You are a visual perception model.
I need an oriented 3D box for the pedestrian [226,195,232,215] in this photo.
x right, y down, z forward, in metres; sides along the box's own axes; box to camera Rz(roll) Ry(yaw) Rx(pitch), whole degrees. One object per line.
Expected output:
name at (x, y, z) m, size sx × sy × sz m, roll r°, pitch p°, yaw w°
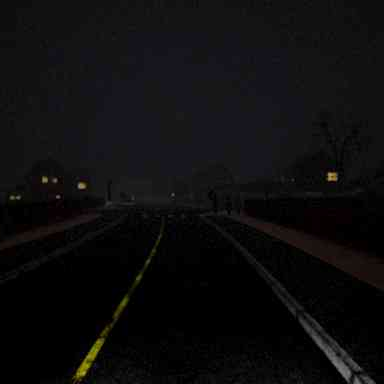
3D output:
pedestrian at (3.273, 1.124, 29.714) m, size 0.375 × 1.860 × 0.375 m, roll -1°, pitch 1°, yaw -6°

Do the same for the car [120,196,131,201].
car at (-18.335, 1.816, 91.776) m, size 1.994 × 1.385 × 4.181 m, roll 0°, pitch 0°, yaw -25°

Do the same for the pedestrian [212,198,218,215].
pedestrian at (2.152, 1.138, 30.801) m, size 0.375 × 1.860 × 0.375 m, roll -1°, pitch 1°, yaw -6°

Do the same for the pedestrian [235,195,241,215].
pedestrian at (4.204, 1.143, 30.417) m, size 0.375 × 1.860 × 0.375 m, roll -1°, pitch 1°, yaw -6°

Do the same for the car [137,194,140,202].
car at (-14.257, 1.504, 82.108) m, size 2.150 × 2.045 × 5.566 m, roll 0°, pitch 0°, yaw -22°

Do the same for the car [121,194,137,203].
car at (-14.350, 1.721, 74.505) m, size 1.882 × 1.535 × 5.008 m, roll 0°, pitch 0°, yaw -19°
